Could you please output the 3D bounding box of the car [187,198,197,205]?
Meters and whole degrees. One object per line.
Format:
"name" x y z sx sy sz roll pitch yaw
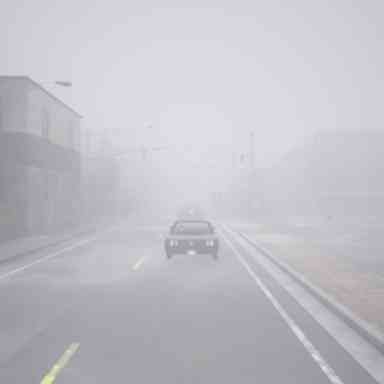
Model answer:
"car" -0.040 2.203 76.706 2.128 1.511 4.902 0 -1 0

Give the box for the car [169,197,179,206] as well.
"car" -3.536 1.991 70.437 2.150 2.045 5.566 0 -1 0

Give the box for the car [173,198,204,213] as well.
"car" -0.251 1.661 28.379 2.097 1.767 4.553 0 -1 -6

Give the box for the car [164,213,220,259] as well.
"car" 0.010 1.746 13.235 1.895 1.301 4.718 0 -1 0
